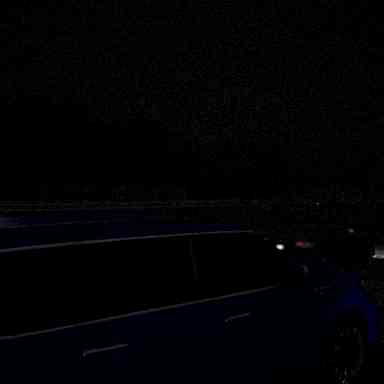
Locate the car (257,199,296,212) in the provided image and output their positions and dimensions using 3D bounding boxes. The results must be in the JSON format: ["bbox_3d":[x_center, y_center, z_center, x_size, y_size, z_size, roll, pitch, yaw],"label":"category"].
[{"bbox_3d":[10.629,1.622,41.693,5.008,1.535,1.882,0,0,-36],"label":"car"}]

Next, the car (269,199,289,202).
[{"bbox_3d":[5.896,1.584,25.408,5.008,1.535,1.882,0,0,-36],"label":"car"}]

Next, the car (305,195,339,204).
[{"bbox_3d":[16.365,1.375,41.488,5.566,2.045,2.150,0,0,-36],"label":"car"}]

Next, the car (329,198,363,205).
[{"bbox_3d":[18.284,1.717,38.556,4.181,1.385,1.994,0,0,-36],"label":"car"}]

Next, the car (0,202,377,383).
[{"bbox_3d":[-0.298,1.236,3.535,5.566,2.045,2.150,0,0,-35],"label":"car"}]
